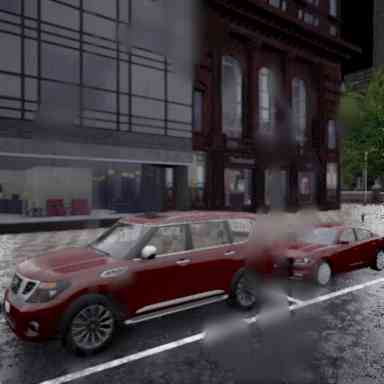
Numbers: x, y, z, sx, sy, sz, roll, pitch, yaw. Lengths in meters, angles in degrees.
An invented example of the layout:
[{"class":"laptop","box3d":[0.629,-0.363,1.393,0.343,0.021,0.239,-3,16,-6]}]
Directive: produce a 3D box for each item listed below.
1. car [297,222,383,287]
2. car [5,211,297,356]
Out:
[{"class":"car","box3d":[3.829,1.561,9.383,4.507,1.381,1.887,0,0,-35]},{"class":"car","box3d":[-0.589,1.321,6.234,5.009,1.841,2.192,0,0,-35]}]
